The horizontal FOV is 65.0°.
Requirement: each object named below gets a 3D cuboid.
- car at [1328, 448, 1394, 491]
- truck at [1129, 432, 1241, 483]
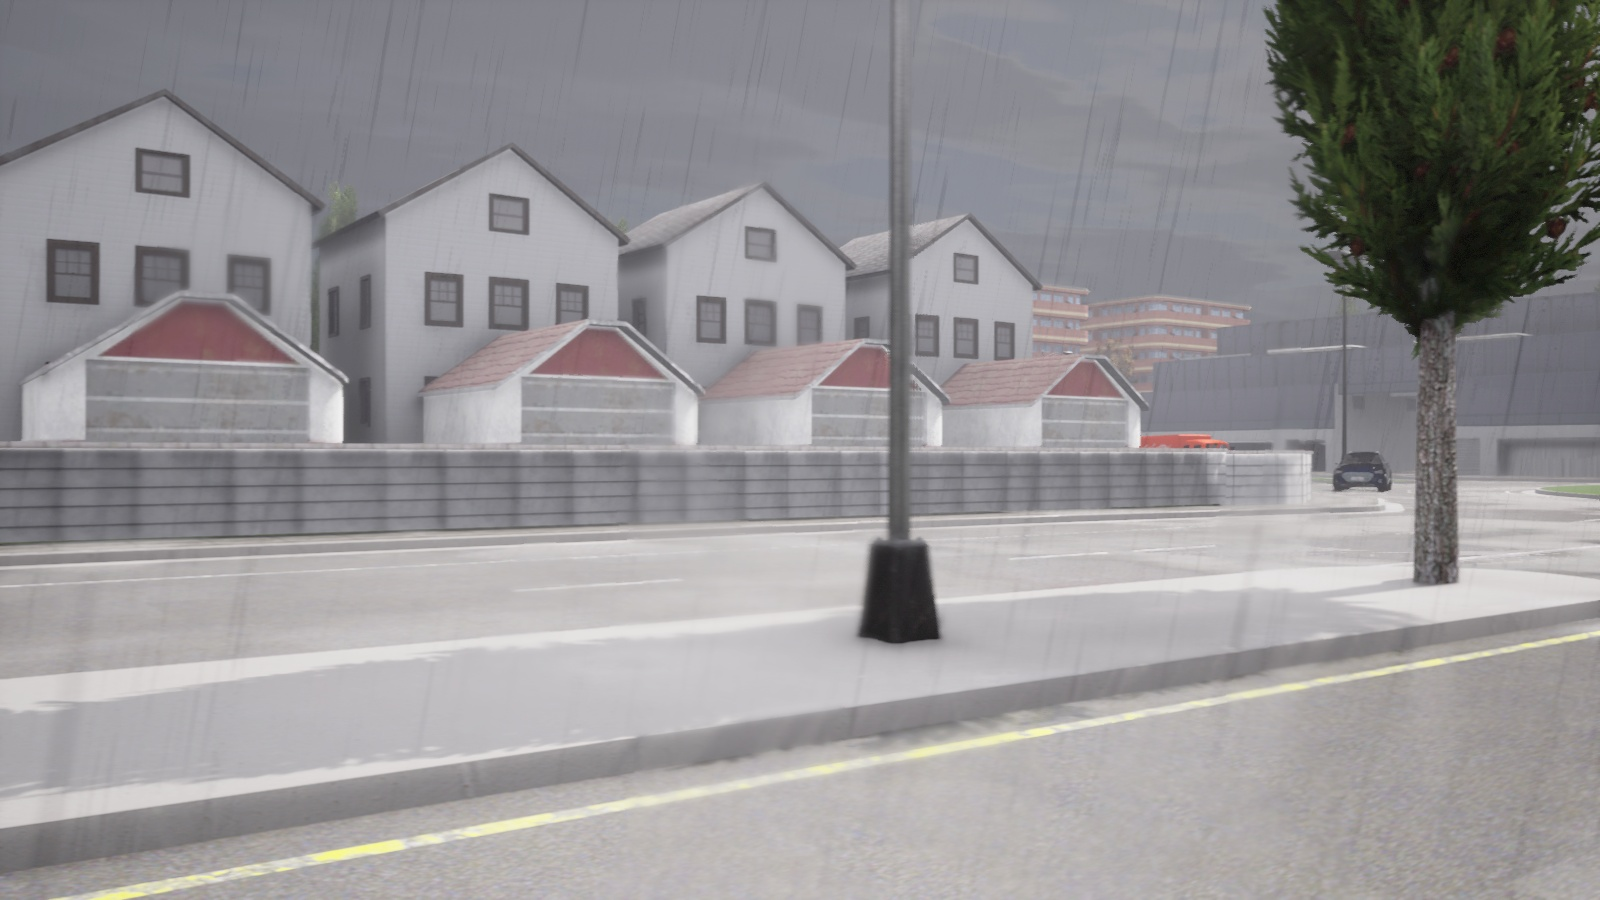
[{"bbox_3d":[22.754,0.752,50.852,2.033,1.649,4.856,0,0,29],"label":"car"},{"bbox_3d":[19.338,0.382,63.299,2.627,2.467,5.204,0,-1,-24],"label":"truck"}]
